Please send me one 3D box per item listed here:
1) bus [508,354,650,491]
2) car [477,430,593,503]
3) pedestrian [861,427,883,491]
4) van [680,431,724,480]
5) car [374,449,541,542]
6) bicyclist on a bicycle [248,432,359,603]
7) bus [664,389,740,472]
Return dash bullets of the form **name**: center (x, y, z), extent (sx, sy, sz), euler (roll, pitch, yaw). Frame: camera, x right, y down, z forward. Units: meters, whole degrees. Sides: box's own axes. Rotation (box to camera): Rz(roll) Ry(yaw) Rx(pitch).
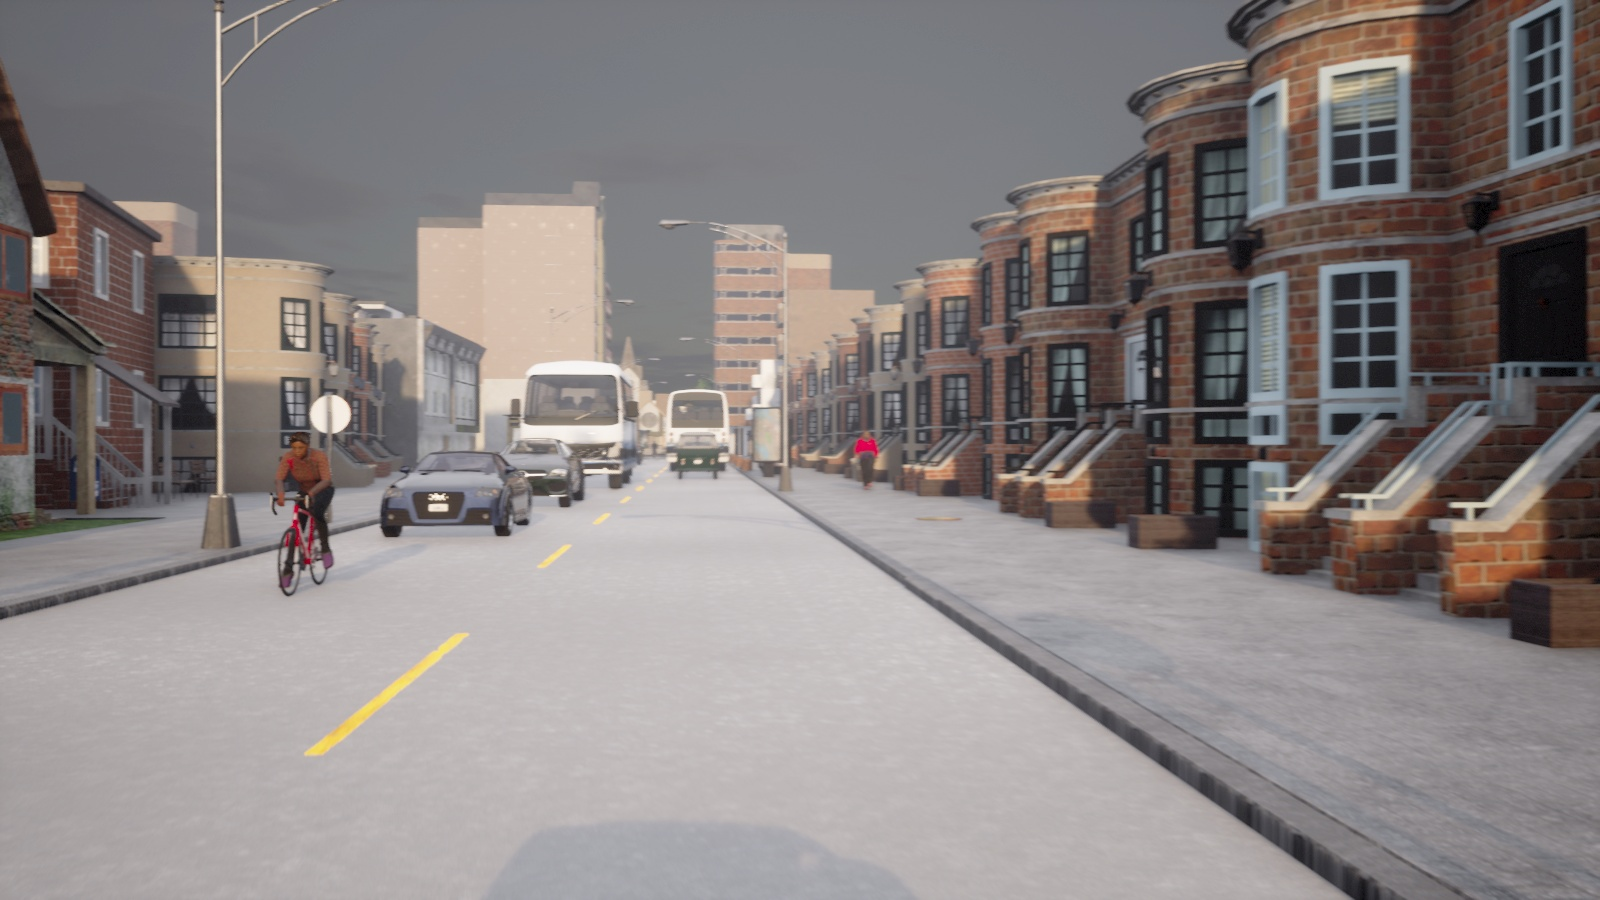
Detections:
- **bus**: center (-7.444, -0.877, 44.014), extent (3.944, 4.253, 10.273), euler (0, 0, -4)
- **car**: center (-6.423, 0.352, 30.969), extent (2.152, 1.651, 5.027), euler (0, 0, -4)
- **pedestrian**: center (2.089, 0.249, 36.552), extent (0.634, 1.844, 0.899), euler (0, 0, 4)
- **van**: center (-4.161, 0.198, 53.362), extent (1.775, 1.987, 4.442), euler (0, 0, -4)
- **car**: center (-5.669, 0.691, 21.310), extent (1.994, 1.385, 4.181), euler (0, 0, -4)
- **bicyclist on a bicycle**: center (-4.995, 0.629, 12.734), extent (0.582, 1.620, 1.656), euler (0, 1, -4)
- **bus**: center (-5.447, -1.024, 69.808), extent (3.944, 4.253, 10.273), euler (0, 0, -4)
